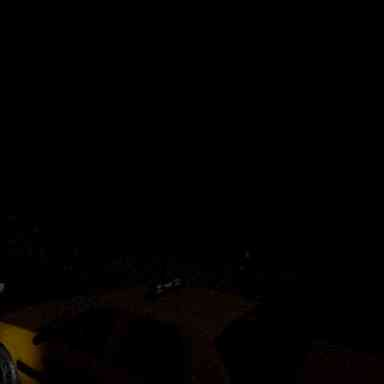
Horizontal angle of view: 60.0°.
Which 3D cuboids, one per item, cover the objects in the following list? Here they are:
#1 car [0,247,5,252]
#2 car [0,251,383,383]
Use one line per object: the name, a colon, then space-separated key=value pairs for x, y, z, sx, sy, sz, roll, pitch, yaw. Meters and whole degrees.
car: x=-4.870 y=1.631 z=6.572 sx=4.313 sy=1.339 sz=1.947 roll=-1 pitch=0 yaw=36
car: x=-0.464 y=1.544 z=3.423 sx=4.829 sy=1.417 sz=1.752 roll=-1 pitch=0 yaw=36
